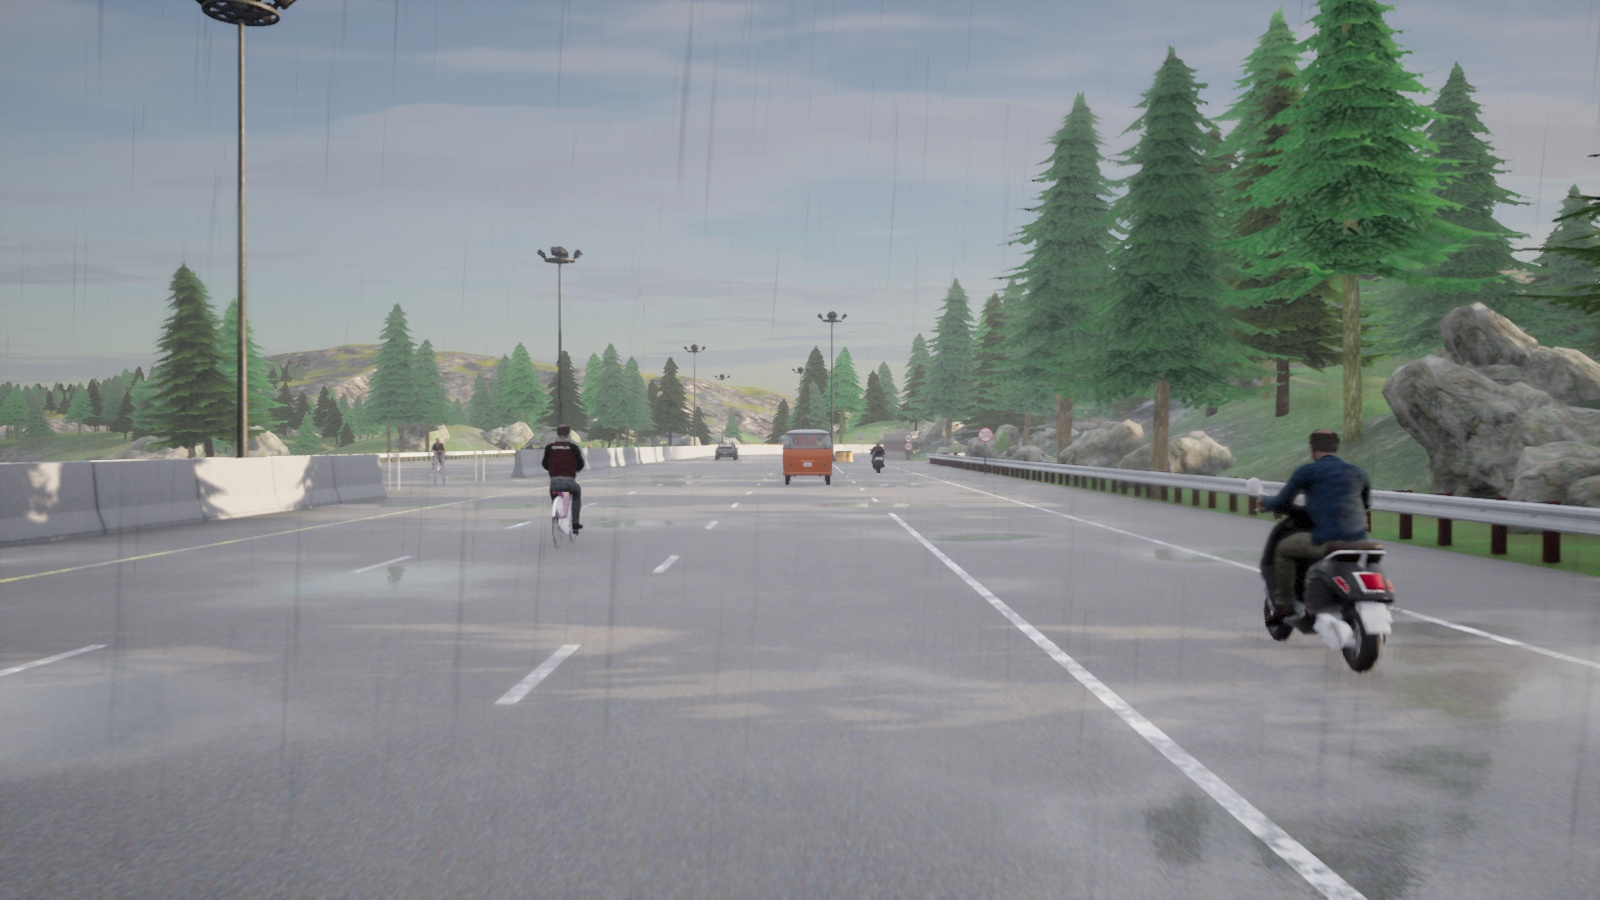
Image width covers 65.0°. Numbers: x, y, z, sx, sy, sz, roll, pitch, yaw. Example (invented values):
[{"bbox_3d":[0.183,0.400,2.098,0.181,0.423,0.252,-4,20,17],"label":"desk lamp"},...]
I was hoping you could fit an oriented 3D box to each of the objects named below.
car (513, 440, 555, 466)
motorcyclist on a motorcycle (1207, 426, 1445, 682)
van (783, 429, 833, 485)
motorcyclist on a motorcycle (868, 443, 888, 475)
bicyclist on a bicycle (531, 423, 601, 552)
[{"bbox_3d":[-17.021,0.177,80.448,1.851,1.617,3.988,0,0,0],"label":"car"},{"bbox_3d":[3.600,0.653,8.796,0.866,1.590,1.817,1,0,-1],"label":"motorcyclist on a motorcycle"},{"bbox_3d":[0.284,0.236,46.625,1.775,1.987,4.442,0,0,0],"label":"van"},{"bbox_3d":[3.876,0.432,62.500,0.866,1.530,2.191,0,0,0],"label":"motorcyclist on a motorcycle"},{"bbox_3d":[-3.380,0.511,18.261,0.659,1.776,1.843,0,1,0],"label":"bicyclist on a bicycle"}]
